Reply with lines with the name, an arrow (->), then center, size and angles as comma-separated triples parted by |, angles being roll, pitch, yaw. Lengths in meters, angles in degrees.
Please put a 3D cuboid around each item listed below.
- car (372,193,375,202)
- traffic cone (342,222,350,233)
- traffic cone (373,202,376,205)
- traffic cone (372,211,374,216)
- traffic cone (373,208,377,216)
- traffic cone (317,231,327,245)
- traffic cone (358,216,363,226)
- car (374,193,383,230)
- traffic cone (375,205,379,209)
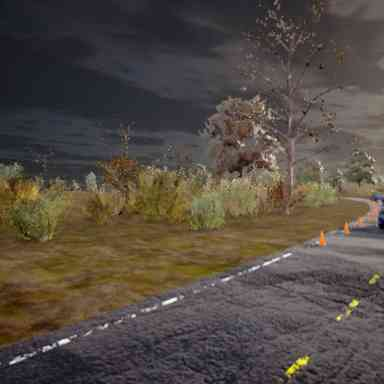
car -> 39.310, 1.142, 69.859 | 2.150, 2.045, 5.566 | 0, 0, 20
traffic cone -> 8.420, 1.936, 18.152 | 0.340, 0.580, 0.340 | 0, 0, 35
traffic cone -> 24.158, 1.905, 43.314 | 0.340, 0.580, 0.340 | 0, 0, 29
traffic cone -> 13.981, 1.926, 26.339 | 0.340, 0.580, 0.340 | 0, 0, 33
traffic cone -> 16.645, 1.920, 30.510 | 0.340, 0.580, 0.340 | 0, 0, 32
traffic cone -> 5.524, 1.941, 14.138 | 0.340, 0.580, 0.340 | 0, 0, 36
traffic cone -> 11.239, 1.931, 22.219 | 0.340, 0.580, 0.340 | 0, 0, 34
car -> 12.811, 1.197, 20.318 | 2.150, 2.045, 5.566 | 0, 0, 34
traffic cone -> 19.230, 1.915, 34.731 | 0.340, 0.580, 0.340 | 0, 0, 31
